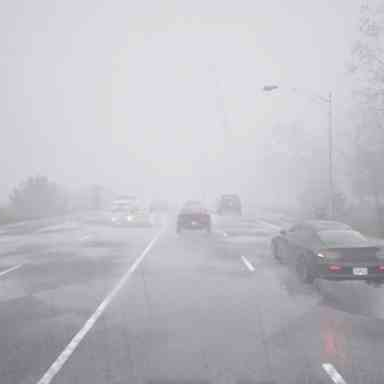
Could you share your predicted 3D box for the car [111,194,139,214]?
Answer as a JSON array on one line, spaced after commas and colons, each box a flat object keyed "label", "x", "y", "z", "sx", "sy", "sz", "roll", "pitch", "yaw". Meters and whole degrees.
[{"label": "car", "x": -7.089, "y": 1.227, "z": 35.876, "sx": 2.150, "sy": 2.045, "sz": 5.566, "roll": 0, "pitch": 0, "yaw": 0}]

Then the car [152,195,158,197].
[{"label": "car", "x": -8.538, "y": 1.521, "z": 76.329, "sx": 1.812, "sy": 1.442, "sz": 4.674, "roll": 0, "pitch": 0, "yaw": -7}]

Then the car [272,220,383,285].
[{"label": "car", "x": 3.601, "y": 1.528, "z": 9.414, "sx": 1.812, "sy": 1.442, "sz": 4.674, "roll": 0, "pitch": 0, "yaw": 0}]

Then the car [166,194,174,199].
[{"label": "car", "x": -5.257, "y": 1.267, "z": 78.164, "sx": 1.837, "sy": 1.490, "sz": 4.892, "roll": 0, "pitch": 0, "yaw": -7}]

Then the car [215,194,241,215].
[{"label": "car", "x": 3.605, "y": 1.228, "z": 33.452, "sx": 2.150, "sy": 2.045, "sz": 5.566, "roll": 0, "pitch": 0, "yaw": 0}]

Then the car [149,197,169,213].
[{"label": "car", "x": -3.588, "y": 1.571, "z": 36.846, "sx": 1.994, "sy": 1.385, "sz": 4.181, "roll": 0, "pitch": 0, "yaw": 0}]

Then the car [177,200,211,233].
[{"label": "car", "x": 0.104, "y": 1.481, "z": 19.873, "sx": 1.882, "sy": 1.535, "sz": 5.008, "roll": 0, "pitch": 0, "yaw": 0}]
